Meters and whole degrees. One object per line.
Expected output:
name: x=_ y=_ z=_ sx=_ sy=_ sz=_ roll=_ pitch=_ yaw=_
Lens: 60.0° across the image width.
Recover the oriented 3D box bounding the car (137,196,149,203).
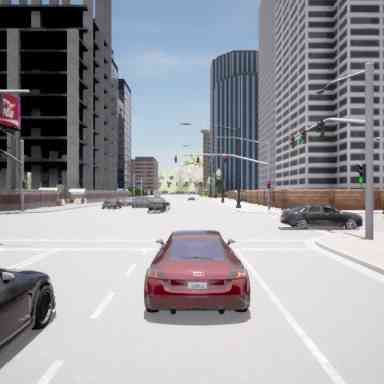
car: x=-10.627 y=1.552 z=72.743 sx=1.994 sy=1.385 sz=4.181 roll=0 pitch=0 yaw=0

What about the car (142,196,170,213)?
car: x=-3.689 y=1.491 z=37.596 sx=2.128 sy=1.511 sz=4.902 roll=0 pitch=0 yaw=6

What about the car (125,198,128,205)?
car: x=-10.645 y=1.601 z=53.601 sx=1.895 sy=1.301 sz=4.718 roll=0 pitch=0 yaw=0

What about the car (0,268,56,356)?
car: x=-3.414 y=1.564 z=4.263 sx=1.994 sy=1.385 sz=4.181 roll=0 pitch=0 yaw=0

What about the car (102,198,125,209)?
car: x=-10.669 y=1.526 z=44.493 sx=1.812 sy=1.442 sz=4.674 roll=0 pitch=0 yaw=0

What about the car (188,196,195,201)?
car: x=-0.148 y=1.595 z=84.260 sx=1.895 sy=1.301 sz=4.718 roll=0 pitch=0 yaw=0

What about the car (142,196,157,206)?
car: x=-7.129 y=1.477 z=56.373 sx=1.882 sy=1.535 sz=5.008 roll=0 pitch=0 yaw=0

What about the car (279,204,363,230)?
car: x=7.833 y=1.505 z=20.329 sx=4.892 sy=1.490 sz=1.837 roll=0 pitch=0 yaw=0

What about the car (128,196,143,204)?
car: x=-10.622 y=1.564 z=62.749 sx=1.994 sy=1.385 sz=4.181 roll=0 pitch=0 yaw=0

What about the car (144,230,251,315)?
car: x=0.088 y=1.564 z=7.680 sx=1.994 sy=1.385 sz=4.181 roll=0 pitch=0 yaw=0

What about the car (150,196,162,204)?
car: x=-7.117 y=1.505 z=66.571 sx=1.837 sy=1.490 sz=4.892 roll=0 pitch=0 yaw=0

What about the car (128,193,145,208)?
car: x=-7.166 y=1.352 z=47.037 sx=2.097 sy=1.767 sz=4.553 roll=0 pitch=0 yaw=0

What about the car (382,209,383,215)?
car: x=18.502 y=1.601 z=27.603 sx=4.718 sy=1.301 sz=1.895 roll=0 pitch=0 yaw=0
